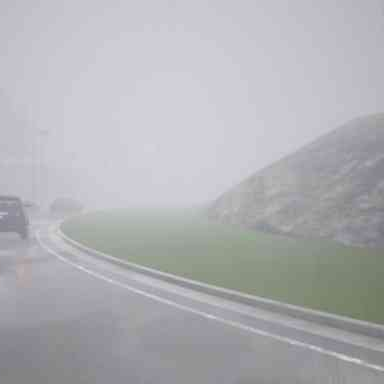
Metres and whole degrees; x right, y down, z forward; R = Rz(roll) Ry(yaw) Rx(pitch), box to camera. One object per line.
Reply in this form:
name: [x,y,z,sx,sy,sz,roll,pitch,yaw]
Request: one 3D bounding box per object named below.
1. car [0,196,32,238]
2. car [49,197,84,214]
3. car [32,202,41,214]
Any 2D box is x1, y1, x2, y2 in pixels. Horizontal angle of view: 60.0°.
car: [-9.611,1.205,17.088,2.150,2.045,5.566,0,0,-25]
car: [-12.901,1.325,34.504,2.097,1.767,4.553,0,0,1]
car: [-16.453,1.495,32.427,1.812,1.442,4.674,0,0,-2]
